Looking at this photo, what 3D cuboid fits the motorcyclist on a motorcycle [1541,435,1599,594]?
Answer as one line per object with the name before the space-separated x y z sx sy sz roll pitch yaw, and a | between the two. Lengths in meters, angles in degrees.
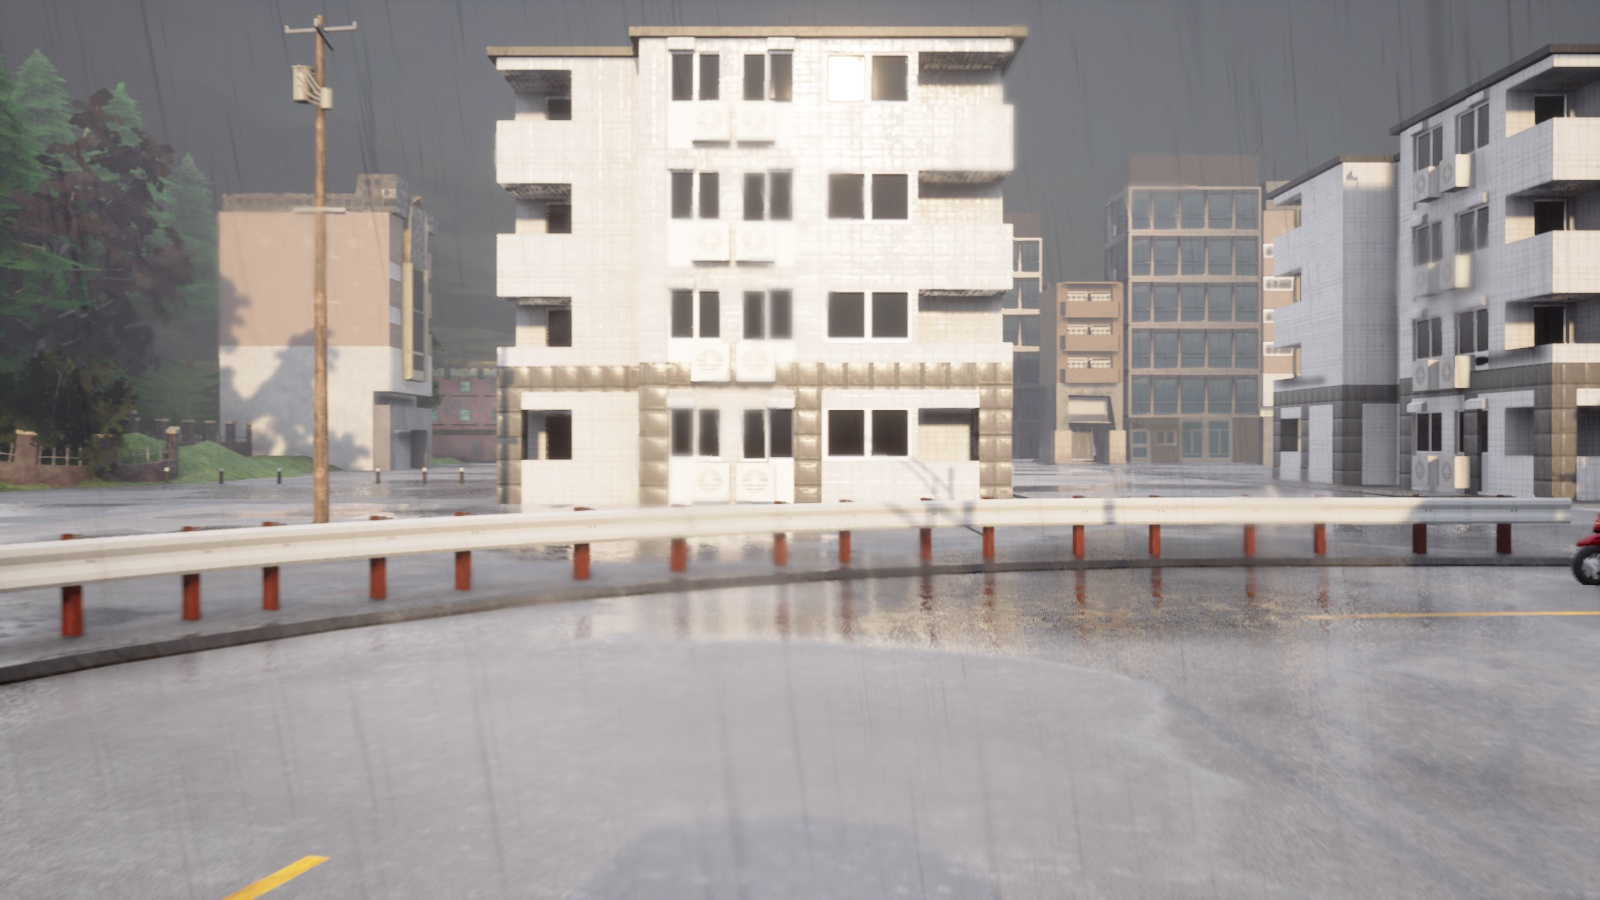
motorcyclist on a motorcycle | 8.840 0.643 13.008 1.817 1.590 0.866 0 1 -2
